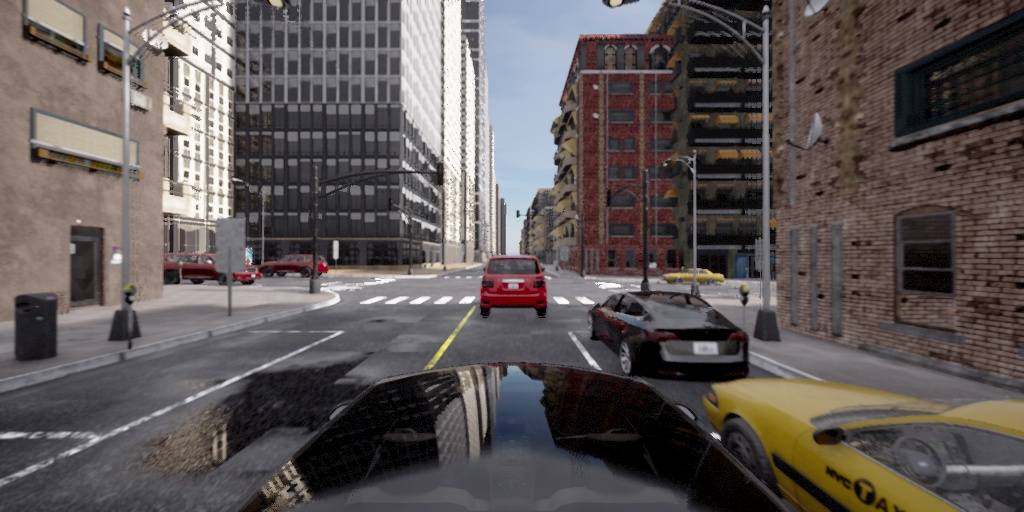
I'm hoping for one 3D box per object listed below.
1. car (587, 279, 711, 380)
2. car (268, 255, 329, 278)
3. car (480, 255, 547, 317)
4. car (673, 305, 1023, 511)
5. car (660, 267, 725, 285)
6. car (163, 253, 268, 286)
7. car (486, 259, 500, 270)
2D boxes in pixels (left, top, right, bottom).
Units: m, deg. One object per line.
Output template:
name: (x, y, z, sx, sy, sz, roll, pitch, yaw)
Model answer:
car: (2.701, 1.323, 7.075, 1.948, 1.339, 4.313, 0, 0, 0)
car: (-17.644, 0.805, 29.169, 5.009, 1.841, 2.192, 0, 0, 0)
car: (0.068, 0.985, 13.288, 2.150, 2.045, 5.566, 0, 0, 1)
car: (2.688, 1.275, 1.562, 1.751, 1.417, 4.829, 0, 0, 0)
car: (14.697, 1.623, 29.370, 4.829, 1.417, 1.751, 0, 0, 0)
car: (-17.530, 0.776, 20.789, 5.009, 1.841, 2.192, 0, 0, 0)
car: (-2.937, 1.306, 56.293, 1.882, 1.535, 5.008, 0, 0, 0)
